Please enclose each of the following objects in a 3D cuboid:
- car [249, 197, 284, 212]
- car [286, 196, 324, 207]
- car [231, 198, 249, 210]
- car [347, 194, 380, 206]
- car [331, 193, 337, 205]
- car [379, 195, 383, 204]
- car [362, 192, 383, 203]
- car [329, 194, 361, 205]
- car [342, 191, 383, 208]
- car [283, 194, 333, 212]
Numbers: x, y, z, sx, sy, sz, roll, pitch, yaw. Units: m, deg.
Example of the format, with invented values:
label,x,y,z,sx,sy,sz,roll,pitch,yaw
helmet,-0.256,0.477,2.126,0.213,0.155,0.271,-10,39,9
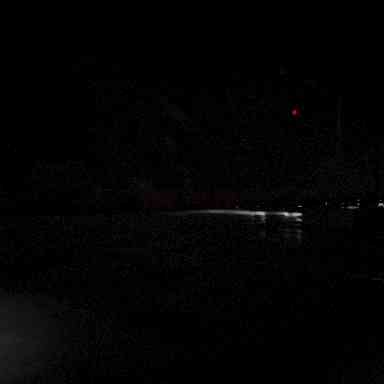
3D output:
label,x,y,z,sx,sy,sz,roll,pitch,yaw
car,8.825,1.286,36.075,4.892,1.490,1.837,-1,0,-35
car,15.318,1.248,44.968,5.357,1.411,2.033,-1,0,-35
car,6.881,1.383,38.987,4.718,1.301,1.895,-1,0,-35
car,24.306,1.123,47.033,4.902,1.511,2.128,-1,0,-35
car,16.826,1.056,41.762,4.553,1.767,2.097,-1,0,-35
car,31.576,1.162,52.239,4.718,1.301,1.895,-1,0,-35
car,30.721,0.902,56.014,4.553,1.767,2.097,-1,0,-38
car,23.291,1.115,50.572,4.902,1.511,2.128,-1,0,-35
car,20.493,0.909,40.073,5.566,2.045,2.150,-1,0,-36
car,11.891,1.275,33.963,4.892,1.490,1.837,-1,0,-35
